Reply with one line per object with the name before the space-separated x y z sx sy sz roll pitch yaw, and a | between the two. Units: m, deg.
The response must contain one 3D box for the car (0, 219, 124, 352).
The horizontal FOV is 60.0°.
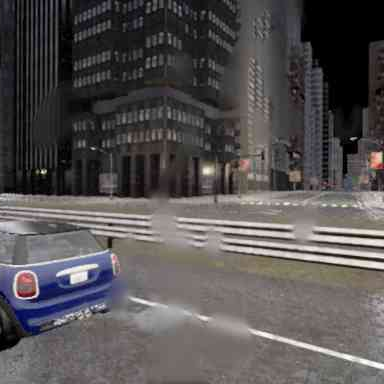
car | -3.461 1.317 6.346 4.553 1.767 2.097 0 0 36
